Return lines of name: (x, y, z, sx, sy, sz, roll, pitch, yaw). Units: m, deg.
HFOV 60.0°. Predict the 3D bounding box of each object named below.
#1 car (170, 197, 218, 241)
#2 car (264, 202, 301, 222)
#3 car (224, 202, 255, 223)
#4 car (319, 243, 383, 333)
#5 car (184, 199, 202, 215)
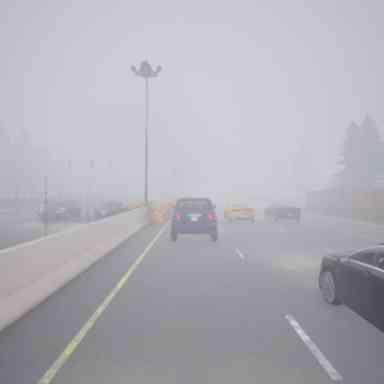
car: (0.100, 1.234, 16.894, 2.150, 2.045, 5.566, 0, 0, 0)
car: (7.099, 1.496, 26.486, 1.882, 1.535, 5.008, 0, 0, 0)
car: (3.599, 1.495, 25.872, 1.882, 1.535, 5.008, 0, 0, 0)
car: (3.600, 1.496, 5.135, 2.128, 1.511, 4.902, 0, 0, 0)
car: (0.098, 1.527, 35.568, 1.837, 1.490, 4.892, 0, 0, 0)
